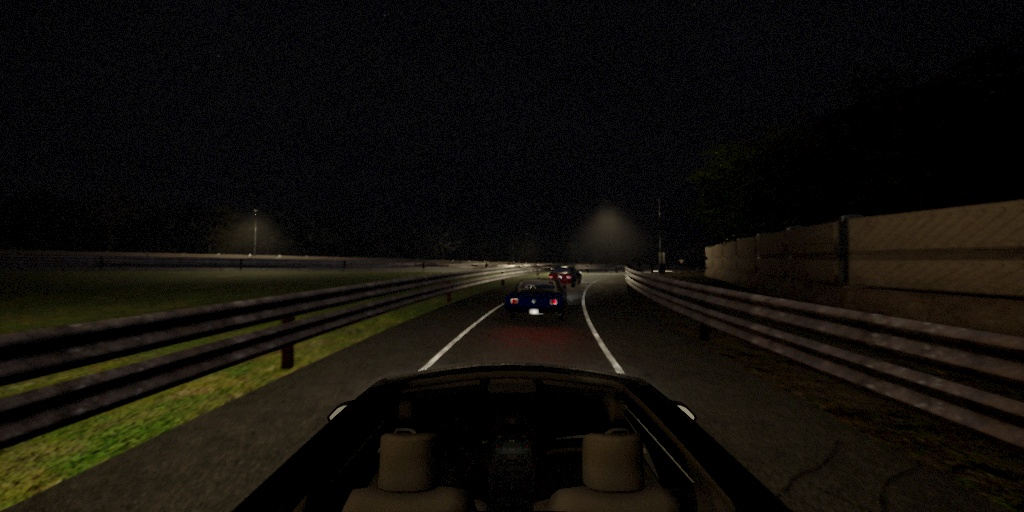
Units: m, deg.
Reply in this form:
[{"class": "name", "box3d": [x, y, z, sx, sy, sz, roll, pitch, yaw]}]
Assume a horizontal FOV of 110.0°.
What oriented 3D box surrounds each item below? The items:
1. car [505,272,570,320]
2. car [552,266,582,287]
[{"class": "car", "box3d": [1.062, 1.451, 13.273, 1.895, 1.301, 4.718, 0, 0, 10]}, {"class": "car", "box3d": [3.909, 1.443, 26.133, 2.033, 1.411, 5.357, -1, 0, 18]}]
